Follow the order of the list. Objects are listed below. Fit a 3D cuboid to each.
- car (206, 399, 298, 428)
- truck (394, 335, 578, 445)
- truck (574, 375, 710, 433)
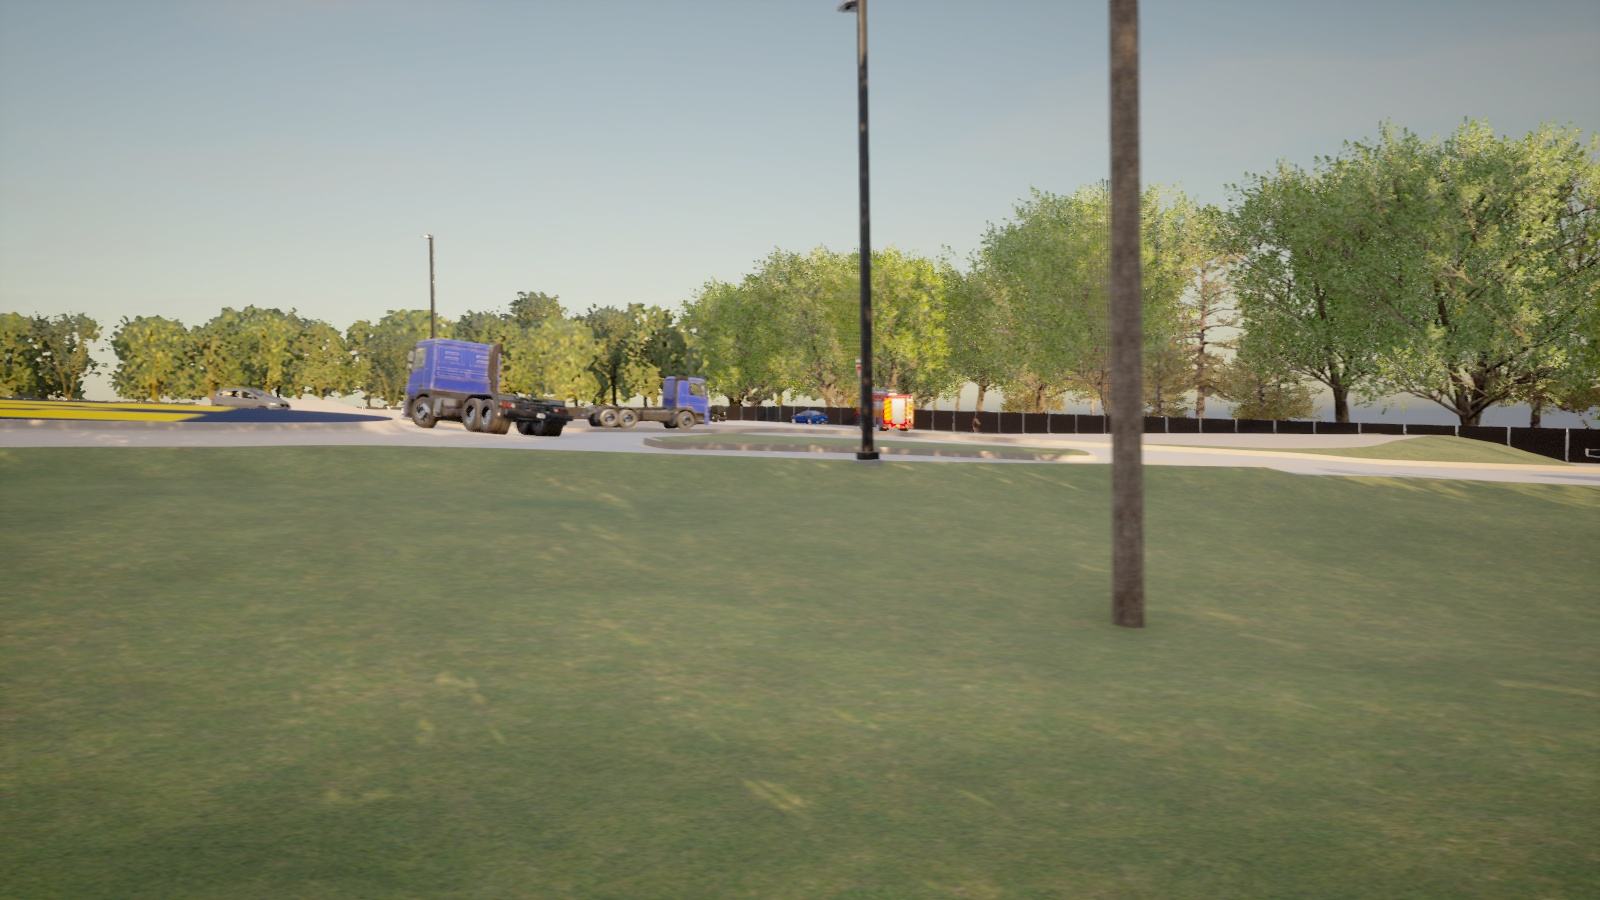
[{"bbox_3d":[-32.761,-2.188,75.070,4.611,1.667,2.242,1,1,12],"label":"car"},{"bbox_3d":[-11.480,-2.087,45.336,2.891,3.462,7.936,4,-1,-42],"label":"truck"},{"bbox_3d":[-9.889,-2.847,79.012,7.936,3.462,2.891,0,2,-27],"label":"truck"}]
